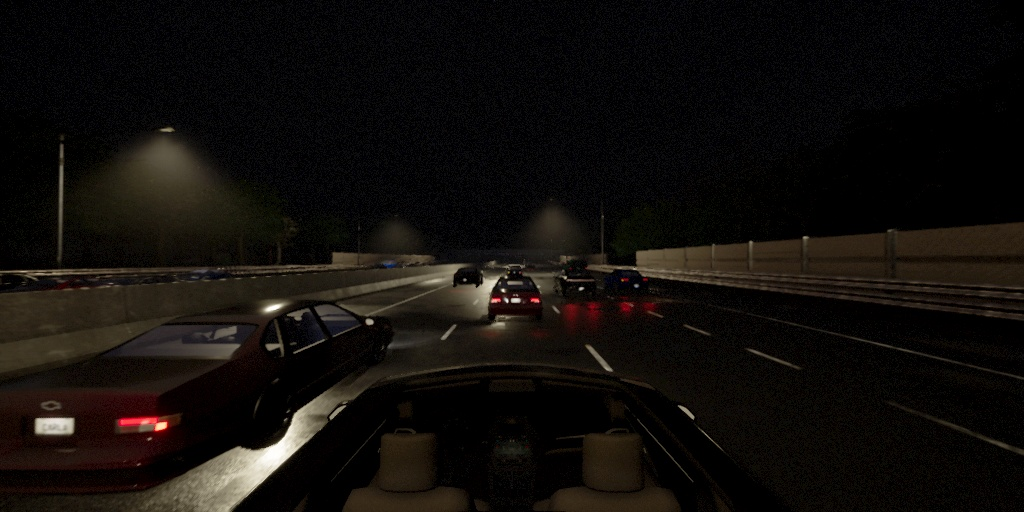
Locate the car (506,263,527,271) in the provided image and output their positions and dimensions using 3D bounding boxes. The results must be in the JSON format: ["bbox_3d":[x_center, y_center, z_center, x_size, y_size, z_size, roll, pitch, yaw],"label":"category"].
[{"bbox_3d":[0.273,1.808,40.446,2.033,1.411,5.357,0,-1,0],"label":"car"}]

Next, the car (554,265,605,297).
[{"bbox_3d":[3.546,1.488,20.660,2.128,1.511,4.902,0,-1,0],"label":"car"}]

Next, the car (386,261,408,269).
[{"bbox_3d":[-17.235,1.949,55.814,2.128,1.511,4.902,0,-1,1],"label":"car"}]

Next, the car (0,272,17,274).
[{"bbox_3d":[-21.075,1.411,13.984,1.837,1.490,4.892,0,-1,0],"label":"car"}]

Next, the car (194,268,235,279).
[{"bbox_3d":[-24.506,1.668,28.671,1.994,1.385,4.181,0,-1,0],"label":"car"}]

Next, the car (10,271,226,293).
[{"bbox_3d":[-14.079,1.448,13.524,2.033,1.411,5.357,0,-1,0],"label":"car"}]

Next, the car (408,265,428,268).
[{"bbox_3d":[-13.753,2.044,54.679,1.895,1.301,4.718,0,-1,1],"label":"car"}]

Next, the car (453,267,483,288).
[{"bbox_3d":[-3.316,1.571,27.828,1.882,1.535,5.008,0,-1,0],"label":"car"}]

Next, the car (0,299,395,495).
[{"bbox_3d":[-3.396,1.340,5.174,2.033,1.411,5.357,0,-1,0],"label":"car"}]

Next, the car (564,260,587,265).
[{"bbox_3d":[7.277,1.491,40.938,2.150,2.045,5.566,0,-1,1],"label":"car"}]

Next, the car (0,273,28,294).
[{"bbox_3d":[-17.574,1.473,14.147,1.994,1.385,4.181,0,-1,0],"label":"car"}]

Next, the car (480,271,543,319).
[{"bbox_3d":[0.120,1.448,13.521,2.033,1.411,5.357,0,-1,0],"label":"car"}]

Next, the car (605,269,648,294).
[{"bbox_3d":[7.157,1.552,22.854,1.812,1.442,4.674,0,-1,0],"label":"car"}]

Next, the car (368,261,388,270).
[{"bbox_3d":[-20.731,1.984,55.853,1.812,1.442,4.674,0,-1,1],"label":"car"}]
